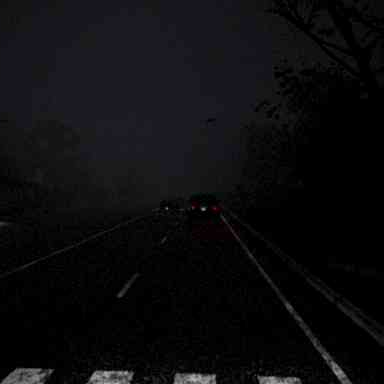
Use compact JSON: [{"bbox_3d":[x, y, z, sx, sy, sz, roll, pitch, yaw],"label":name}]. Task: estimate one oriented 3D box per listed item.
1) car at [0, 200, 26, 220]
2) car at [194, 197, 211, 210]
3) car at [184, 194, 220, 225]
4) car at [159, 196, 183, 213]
[{"bbox_3d":[-14.800,1.340,25.959,1.812,1.442,4.674,0,1,2],"label":"car"},{"bbox_3d":[1.411,1.379,42.665,2.033,1.411,5.357,0,0,2],"label":"car"},{"bbox_3d":[0.828,1.162,23.589,2.150,2.045,5.566,0,0,2],"label":"car"},{"bbox_3d":[-2.364,1.354,35.323,1.837,1.490,4.892,0,1,2],"label":"car"}]
